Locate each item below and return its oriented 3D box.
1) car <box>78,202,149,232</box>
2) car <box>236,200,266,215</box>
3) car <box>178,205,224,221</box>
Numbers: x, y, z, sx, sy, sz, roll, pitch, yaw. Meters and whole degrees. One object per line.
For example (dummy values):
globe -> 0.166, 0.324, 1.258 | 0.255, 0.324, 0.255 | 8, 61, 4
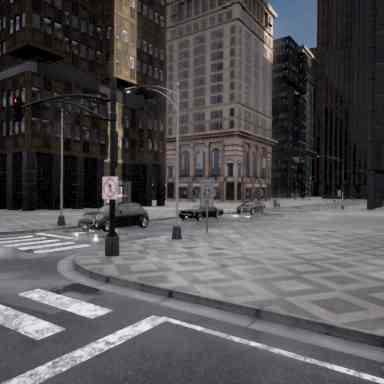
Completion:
car -> -4.831, 1.431, 20.906 | 2.097, 1.767, 4.553 | 1, 0, 35
car -> 6.670, 1.703, 37.182 | 1.837, 1.490, 4.892 | 1, 0, 35
car -> 0.822, 1.741, 28.919 | 1.895, 1.301, 4.718 | 1, 0, 35
